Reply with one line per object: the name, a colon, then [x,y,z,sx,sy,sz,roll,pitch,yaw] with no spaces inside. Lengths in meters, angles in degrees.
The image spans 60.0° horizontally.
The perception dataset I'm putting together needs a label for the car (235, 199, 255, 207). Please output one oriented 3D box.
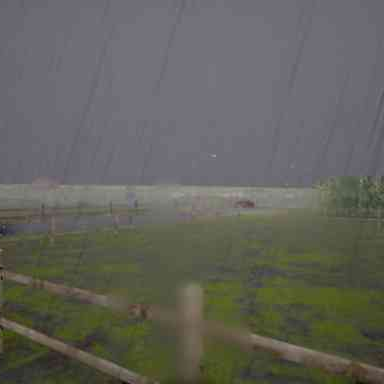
car: [8.575,1.881,53.953,1.994,1.385,4.181,1,0,35]
